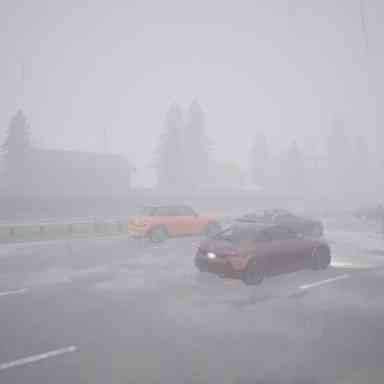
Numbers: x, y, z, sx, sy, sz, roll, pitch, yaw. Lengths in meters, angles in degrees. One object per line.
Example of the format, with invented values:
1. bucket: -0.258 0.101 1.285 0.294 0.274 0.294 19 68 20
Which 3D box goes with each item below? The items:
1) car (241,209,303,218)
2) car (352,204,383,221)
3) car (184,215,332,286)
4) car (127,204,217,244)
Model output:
1. car: 4.041 1.525 15.226 4.902 1.511 2.128 0 0 -36
2. car: 15.376 1.678 27.610 4.718 1.301 1.895 0 0 -35
3. car: 2.124 1.583 9.559 4.181 1.385 1.994 0 0 -35
4. car: -0.732 1.375 16.122 4.553 1.767 2.097 0 0 -35
